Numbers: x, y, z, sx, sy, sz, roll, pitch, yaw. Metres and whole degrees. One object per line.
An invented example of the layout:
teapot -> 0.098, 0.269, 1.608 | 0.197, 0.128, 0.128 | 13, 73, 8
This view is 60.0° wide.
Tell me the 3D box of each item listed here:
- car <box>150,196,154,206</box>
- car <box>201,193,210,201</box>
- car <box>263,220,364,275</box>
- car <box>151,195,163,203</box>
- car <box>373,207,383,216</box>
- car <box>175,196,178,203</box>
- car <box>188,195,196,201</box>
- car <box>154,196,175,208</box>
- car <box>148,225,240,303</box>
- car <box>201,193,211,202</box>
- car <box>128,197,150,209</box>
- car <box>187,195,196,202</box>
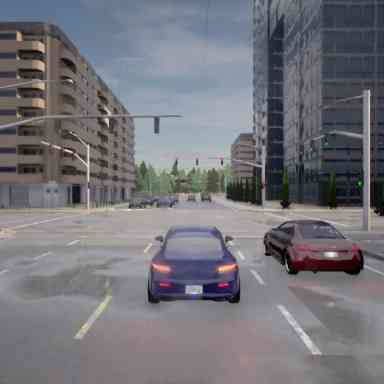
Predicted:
car -> -7.455, 1.563, 54.906 | 1.994, 1.385, 4.181 | 0, 0, 2
car -> 3.468, 1.223, 87.790 | 2.150, 2.045, 5.566 | 0, 0, 1
car -> 3.557, 1.564, 10.484 | 1.994, 1.385, 4.181 | 0, 0, 0
car -> -7.246, 1.476, 68.707 | 1.882, 1.535, 5.008 | 0, 0, 1
car -> 19.462, 1.656, 30.665 | 4.718, 1.301, 1.895 | 0, 0, 0
car -> -3.929, 1.524, 58.460 | 1.812, 1.442, 4.674 | 0, 0, 1
car -> -0.033, 1.523, 87.763 | 2.128, 1.511, 4.902 | 0, 0, 1
car -> -3.984, 1.351, 48.972 | 2.097, 1.767, 4.553 | 0, 0, 0
car -> 0.048, 1.526, 8.062 | 1.812, 1.442, 4.674 | 0, 0, 0
car -> 3.358, 1.354, 77.627 | 2.097, 1.767, 4.553 | 0, 0, 1
car -> -7.495, 1.504, 46.012 | 1.837, 1.490, 4.892 | 0, 0, 1
car -> -0.144, 1.538, 77.420 | 2.033, 1.411, 5.357 | 0, 0, 1
